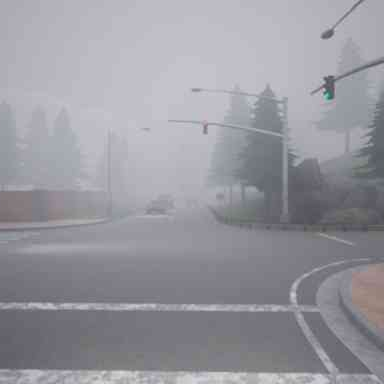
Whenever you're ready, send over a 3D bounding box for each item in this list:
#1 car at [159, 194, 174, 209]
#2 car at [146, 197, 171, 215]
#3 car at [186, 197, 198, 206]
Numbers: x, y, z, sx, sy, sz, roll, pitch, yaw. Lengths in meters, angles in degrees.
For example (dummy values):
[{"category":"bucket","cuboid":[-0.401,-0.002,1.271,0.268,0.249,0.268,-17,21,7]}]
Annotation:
[{"category":"car","cuboid":[-3.637,1.239,45.848,2.150,2.045,5.566,0,0,0]},{"category":"car","cuboid":[-3.634,1.560,34.966,2.033,1.411,5.357,0,0,0]},{"category":"car","cuboid":[0.007,1.584,55.992,1.994,1.385,4.181,0,0,0]}]
